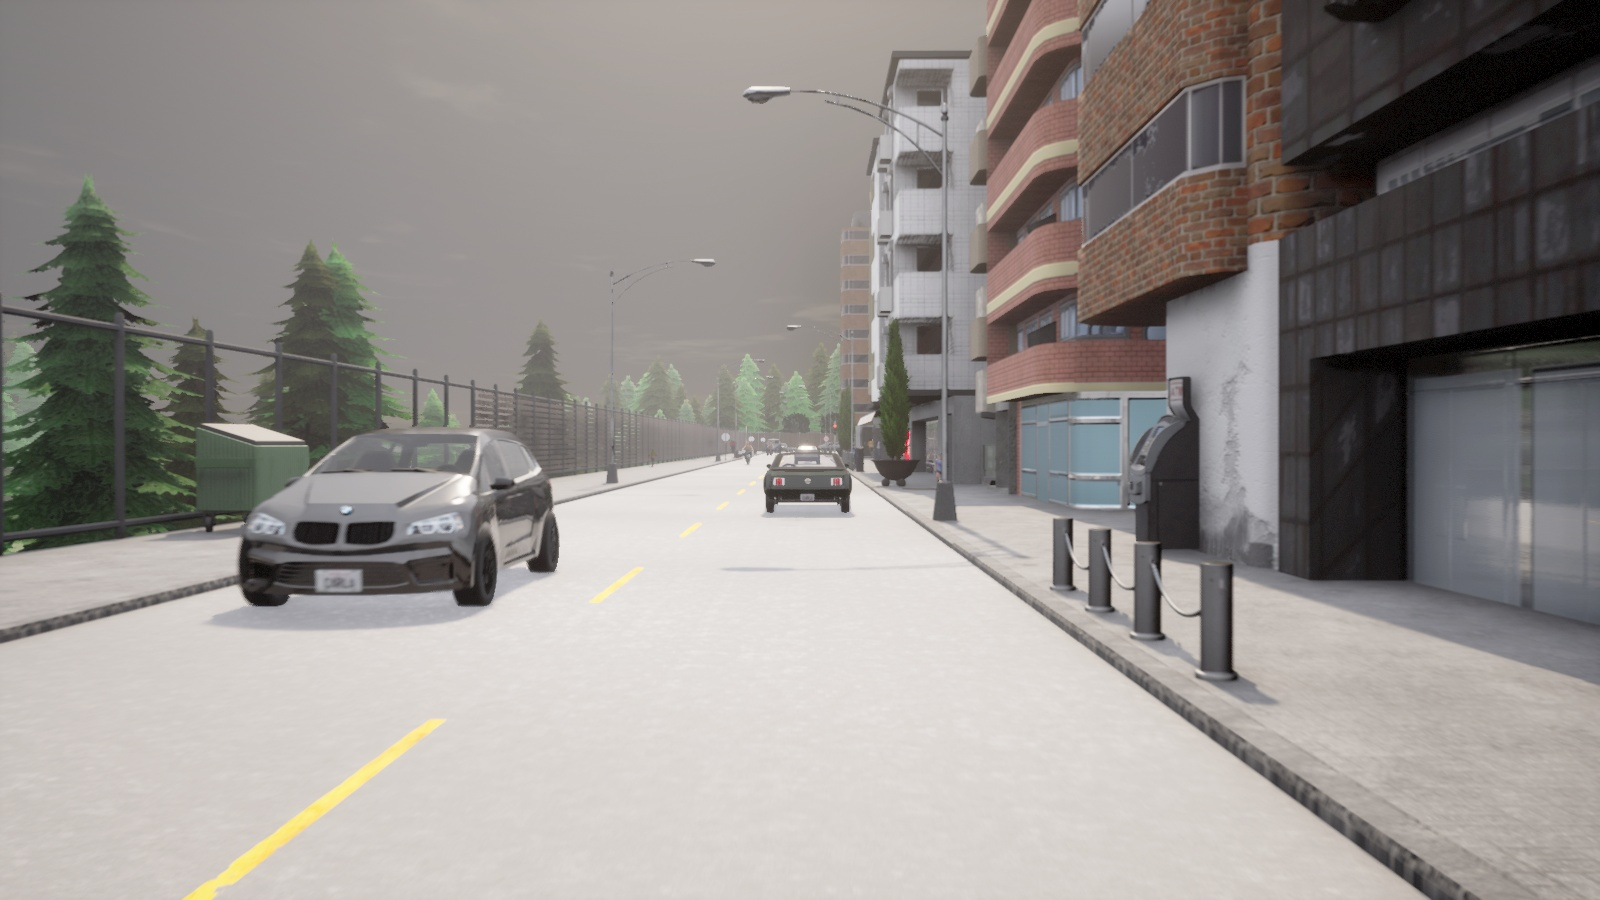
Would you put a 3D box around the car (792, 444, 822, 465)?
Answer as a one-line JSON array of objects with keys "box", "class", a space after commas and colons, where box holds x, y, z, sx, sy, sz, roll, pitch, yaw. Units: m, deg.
[{"box": [0.504, 0.299, 87.860, 2.033, 1.411, 5.357, 0, 0, 0], "class": "car"}]

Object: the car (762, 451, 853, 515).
[{"box": [0.173, 0.687, 28.413, 1.895, 1.301, 4.718, 0, 0, 0], "class": "car"}]

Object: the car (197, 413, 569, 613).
[{"box": [-3.912, 0.515, 12.816, 2.242, 1.667, 4.611, 0, 0, 0], "class": "car"}]
